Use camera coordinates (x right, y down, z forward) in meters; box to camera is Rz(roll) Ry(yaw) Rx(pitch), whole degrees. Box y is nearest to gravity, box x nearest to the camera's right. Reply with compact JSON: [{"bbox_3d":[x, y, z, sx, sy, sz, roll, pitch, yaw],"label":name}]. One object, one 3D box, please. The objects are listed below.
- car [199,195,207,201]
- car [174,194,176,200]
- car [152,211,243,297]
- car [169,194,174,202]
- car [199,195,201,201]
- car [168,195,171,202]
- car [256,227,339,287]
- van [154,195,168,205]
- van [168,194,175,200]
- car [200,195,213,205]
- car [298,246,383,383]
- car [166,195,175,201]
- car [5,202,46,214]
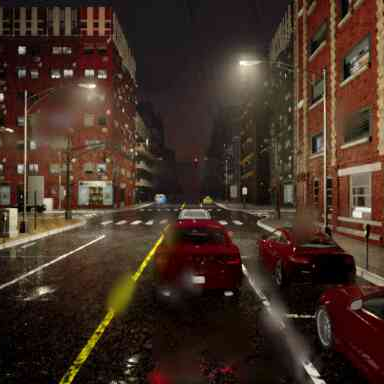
[{"bbox_3d":[2.831,1.597,86.482,1.947,1.339,4.313,1,0,0],"label":"car"},{"bbox_3d":[-5.557,1.553,80.712,1.752,1.417,4.829,1,0,0],"label":"car"},{"bbox_3d":[0.111,1.480,8.649,1.882,1.535,5.008,0,0,0],"label":"car"},{"bbox_3d":[-5.566,1.607,75.229,1.802,1.307,4.206,1,0,0],"label":"car"},{"bbox_3d":[2.823,1.572,80.831,1.887,1.381,4.507,1,0,0],"label":"car"},{"bbox_3d":[-5.583,1.602,63.925,1.802,1.307,4.206,1,0,0],"label":"car"},{"bbox_3d":[2.851,1.584,8.967,1.802,1.307,4.206,1,0,0],"label":"car"},{"bbox_3d":[-5.588,1.359,58.273,1.690,1.788,3.998,1,0,0],"label":"van"},{"bbox_3d":[-5.537,1.376,92.186,1.690,1.788,3.998,1,0,0],"label":"van"},{"bbox_3d":[2.789,1.543,58.391,1.752,1.417,4.829,1,0,0],"label":"car"},{"bbox_3d":[2.672,1.583,3.311,1.802,1.307,4.206,1,0,0],"label":"car"},{"bbox_3d":[-5.549,1.582,86.534,2.008,1.369,4.403,1,0,0],"label":"car"},{"bbox_3d":[-18.655,1.730,37.382,4.313,1.339,1.947,0,-1,0],"label":"car"}]
